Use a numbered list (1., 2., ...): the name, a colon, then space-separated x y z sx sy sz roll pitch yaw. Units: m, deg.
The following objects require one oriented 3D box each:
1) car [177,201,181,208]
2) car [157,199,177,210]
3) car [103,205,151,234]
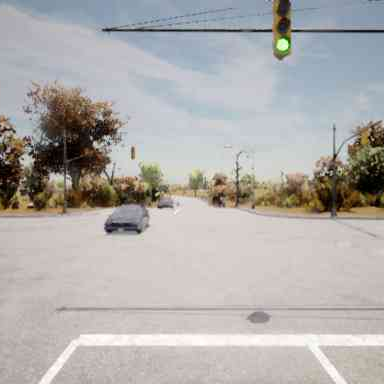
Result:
1. car: -3.410 2.543 69.722 2.128 1.511 4.902 0 -3 0
2. car: -3.443 1.624 43.956 1.994 1.385 4.181 0 -2 0
3. car: -3.475 1.446 18.867 2.033 1.411 5.357 0 0 0
